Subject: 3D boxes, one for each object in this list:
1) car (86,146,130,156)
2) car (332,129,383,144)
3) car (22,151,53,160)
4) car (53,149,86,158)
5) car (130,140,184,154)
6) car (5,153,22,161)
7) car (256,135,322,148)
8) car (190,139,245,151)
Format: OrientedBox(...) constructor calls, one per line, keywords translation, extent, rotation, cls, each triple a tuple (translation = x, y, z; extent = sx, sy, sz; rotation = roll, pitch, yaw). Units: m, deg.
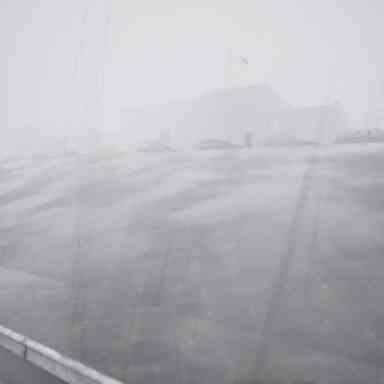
OrientedBox(translation=(-7.566, -3.779, 32.542), extent=(5.008, 1.535, 2.097), rotation=(1, 1, 32), cls="car")
OrientedBox(translation=(11.876, -3.354, 21.859), extent=(4.892, 1.521, 2.231), rotation=(1, 1, 27), cls="car")
OrientedBox(translation=(-16.925, -3.985, 38.500), extent=(4.892, 1.521, 2.231), rotation=(1, 1, 34), cls="car")
OrientedBox(translation=(-12.278, -3.845, 35.471), extent=(4.674, 1.452, 2.002), rotation=(1, 1, 33), cls="car")
OrientedBox(translation=(-2.812, -3.799, 29.725), extent=(4.553, 1.767, 2.185), rotation=(1, 1, 31), cls="car")
OrientedBox(translation=(-21.491, -4.068, 41.600), extent=(4.892, 1.521, 2.231), rotation=(1, 1, 34), cls="car")
OrientedBox(translation=(7.044, -3.420, 24.318), extent=(4.674, 1.452, 2.002), rotation=(1, 1, 28), cls="car")
OrientedBox(translation=(2.180, -3.535, 26.925), extent=(4.792, 1.488, 2.163), rotation=(1, 1, 29), cls="car")
